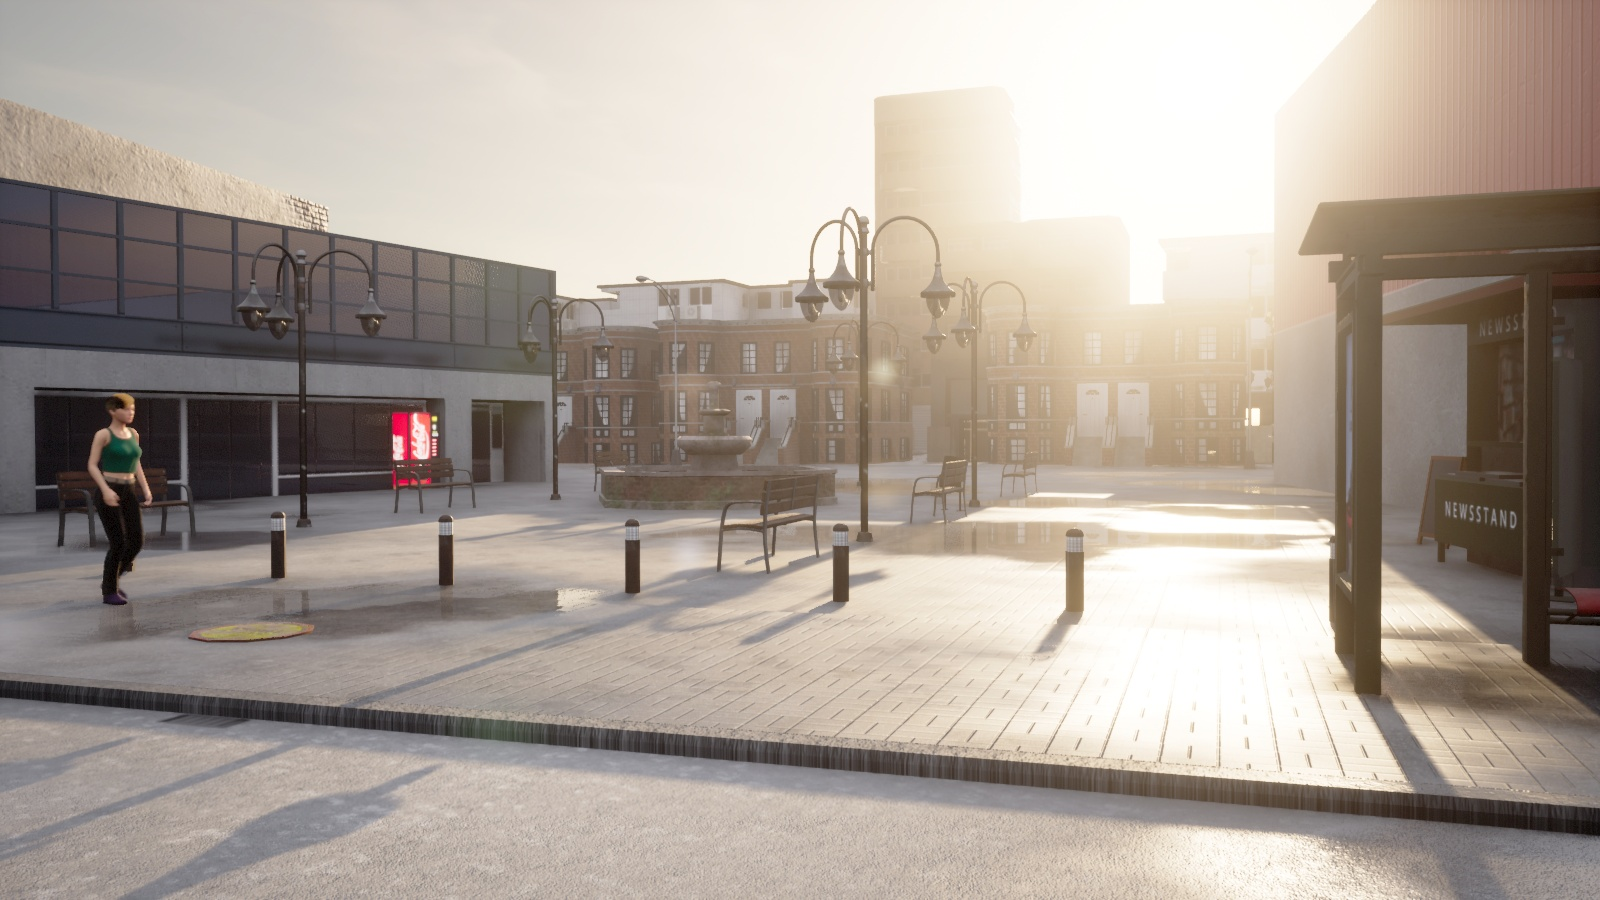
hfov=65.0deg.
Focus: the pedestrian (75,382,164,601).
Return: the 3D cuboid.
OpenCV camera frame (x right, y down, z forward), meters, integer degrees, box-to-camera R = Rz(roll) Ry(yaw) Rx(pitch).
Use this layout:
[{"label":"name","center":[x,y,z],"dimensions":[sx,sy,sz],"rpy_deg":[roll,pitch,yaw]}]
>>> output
[{"label":"pedestrian","center":[-5.835,0.342,10.770],"dimensions":[0.594,1.836,0.345],"rpy_deg":[1,1,17]}]
